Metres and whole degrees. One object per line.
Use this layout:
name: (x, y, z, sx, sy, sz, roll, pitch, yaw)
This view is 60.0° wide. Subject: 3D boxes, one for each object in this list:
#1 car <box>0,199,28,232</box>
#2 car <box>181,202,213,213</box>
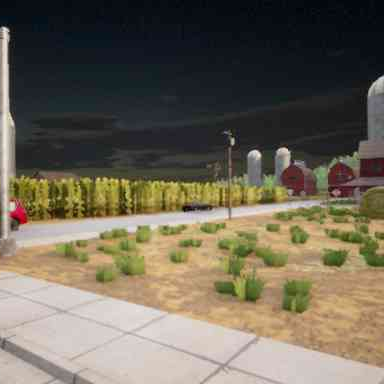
car: (-12.794, 1.532, 19.817, 2.150, 2.045, 5.566, -1, 1, 34)
car: (0.613, 1.856, 40.720, 1.895, 1.301, 4.718, -1, 0, 33)
